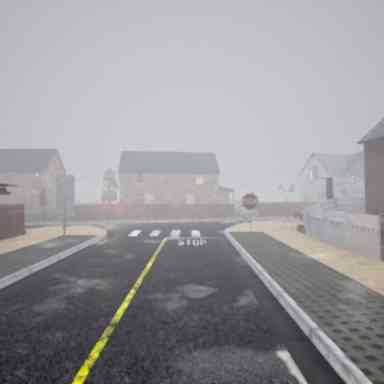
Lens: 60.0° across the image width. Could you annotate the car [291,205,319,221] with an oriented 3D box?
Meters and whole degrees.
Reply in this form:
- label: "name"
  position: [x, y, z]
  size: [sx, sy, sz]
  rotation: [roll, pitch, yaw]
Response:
- label: "car"
  position: [10.459, 1.633, 26.284]
  size: [4.718, 1.301, 1.895]
  rotation: [-1, -3, -10]
